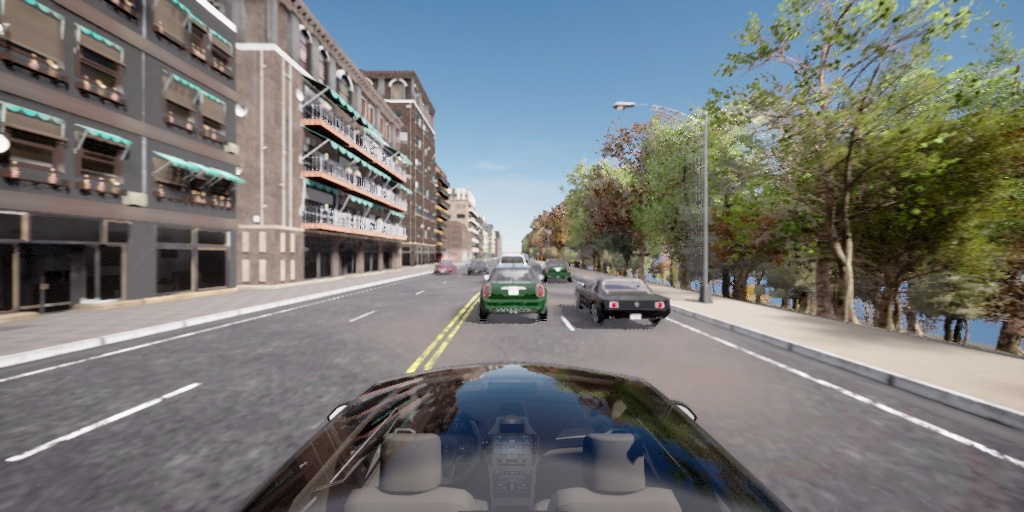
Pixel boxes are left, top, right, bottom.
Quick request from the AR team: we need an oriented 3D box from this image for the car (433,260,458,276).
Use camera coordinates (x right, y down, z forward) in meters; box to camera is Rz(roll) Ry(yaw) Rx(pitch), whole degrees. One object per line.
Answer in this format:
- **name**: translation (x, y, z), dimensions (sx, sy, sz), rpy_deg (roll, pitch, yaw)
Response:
- **car**: translation (-6.610, 1.165, 36.069), dimensions (1.812, 1.442, 4.674), rpy_deg (0, 1, -1)

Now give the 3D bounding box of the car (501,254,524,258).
- **car**: translation (0.051, 0.892, 26.964), dimensions (2.150, 2.045, 5.566), rpy_deg (0, 1, 0)

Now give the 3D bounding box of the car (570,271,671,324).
- **car**: translation (3.307, 1.318, 11.745), dimensions (1.895, 1.301, 4.718), rpy_deg (0, 0, 0)

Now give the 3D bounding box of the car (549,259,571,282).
- **car**: translation (3.305, 1.016, 27.868), dimensions (2.097, 1.767, 4.553), rpy_deg (0, 0, 0)

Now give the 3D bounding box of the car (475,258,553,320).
- **car**: translation (0.060, 1.067, 12.587), dimensions (2.097, 1.767, 4.553), rpy_deg (0, 0, 0)

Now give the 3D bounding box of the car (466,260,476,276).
- **car**: translation (-3.370, 1.142, 35.543), dimensions (1.837, 1.490, 4.892), rpy_deg (0, 1, -1)
